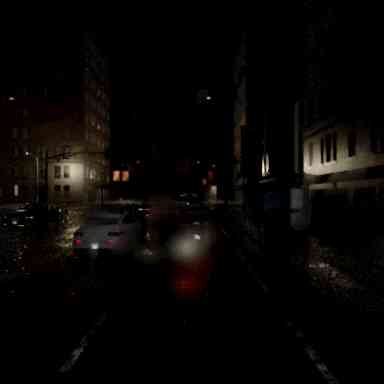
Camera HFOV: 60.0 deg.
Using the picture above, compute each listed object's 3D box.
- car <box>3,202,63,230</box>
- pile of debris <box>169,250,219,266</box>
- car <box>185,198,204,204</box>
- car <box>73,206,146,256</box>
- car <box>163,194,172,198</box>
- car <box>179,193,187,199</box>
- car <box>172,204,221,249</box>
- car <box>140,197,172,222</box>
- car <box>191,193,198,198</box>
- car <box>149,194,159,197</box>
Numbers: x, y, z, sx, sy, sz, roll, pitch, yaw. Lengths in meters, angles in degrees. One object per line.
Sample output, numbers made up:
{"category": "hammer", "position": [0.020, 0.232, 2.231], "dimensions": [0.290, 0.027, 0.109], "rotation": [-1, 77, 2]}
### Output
{"category": "car", "position": [-9.672, 1.408, 20.645], "dimensions": [2.128, 1.511, 4.902], "rotation": [0, 0, 1]}
{"category": "pile of debris", "position": [0.078, 2.130, 10.877], "dimensions": [1.500, 0.140, 1.860], "rotation": [0, 0, 0]}
{"category": "car", "position": [0.269, 1.425, 25.091], "dimensions": [1.812, 1.442, 4.674], "rotation": [0, 0, 0]}
{"category": "car", "position": [-3.054, 1.473, 12.687], "dimensions": [1.812, 1.442, 4.674], "rotation": [0, 0, -1]}
{"category": "car", "position": [-5.899, 1.171, 80.684], "dimensions": [1.837, 1.490, 4.892], "rotation": [0, 0, 0]}
{"category": "car", "position": [-2.577, 1.143, 90.353], "dimensions": [2.128, 1.511, 4.902], "rotation": [0, 0, 0]}
{"category": "car", "position": [0.196, 1.441, 14.297], "dimensions": [1.837, 1.490, 4.892], "rotation": [0, -1, 0]}
{"category": "car", "position": [-2.966, 1.390, 25.010], "dimensions": [2.128, 1.511, 4.902], "rotation": [0, 0, 1]}
{"category": "car", "position": [0.677, 1.212, 90.776], "dimensions": [1.895, 1.301, 4.718], "rotation": [0, 0, 0]}
{"category": "car", "position": [-9.149, 1.170, 80.708], "dimensions": [1.837, 1.490, 4.892], "rotation": [0, 0, 0]}
